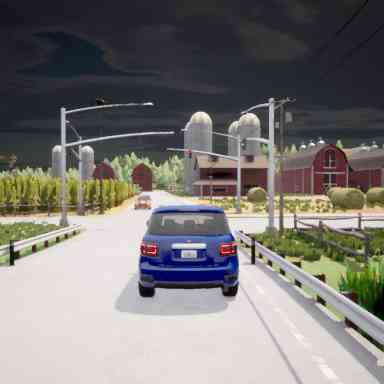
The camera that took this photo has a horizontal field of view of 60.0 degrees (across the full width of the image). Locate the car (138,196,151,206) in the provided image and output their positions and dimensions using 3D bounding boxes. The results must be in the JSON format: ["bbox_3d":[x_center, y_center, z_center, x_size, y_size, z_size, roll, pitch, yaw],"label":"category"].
[{"bbox_3d":[-7.601,1.389,53.157,1.994,1.385,4.181,0,1,-8],"label":"car"}]

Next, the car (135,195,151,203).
[{"bbox_3d":[-6.390,1.333,43.495,2.097,1.767,4.553,0,1,-7],"label":"car"}]

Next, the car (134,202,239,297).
[{"bbox_3d":[-0.109,1.364,9.040,2.150,2.045,5.566,0,-2,-1],"label":"car"}]

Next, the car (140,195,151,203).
[{"bbox_3d":[-8.849,1.229,63.121,1.994,1.385,4.181,0,1,-7],"label":"car"}]
